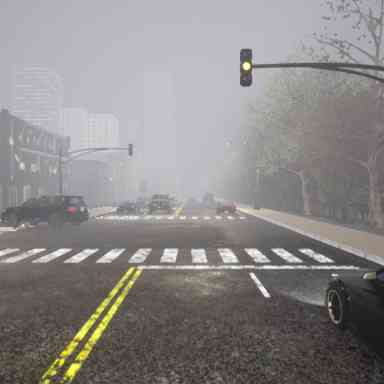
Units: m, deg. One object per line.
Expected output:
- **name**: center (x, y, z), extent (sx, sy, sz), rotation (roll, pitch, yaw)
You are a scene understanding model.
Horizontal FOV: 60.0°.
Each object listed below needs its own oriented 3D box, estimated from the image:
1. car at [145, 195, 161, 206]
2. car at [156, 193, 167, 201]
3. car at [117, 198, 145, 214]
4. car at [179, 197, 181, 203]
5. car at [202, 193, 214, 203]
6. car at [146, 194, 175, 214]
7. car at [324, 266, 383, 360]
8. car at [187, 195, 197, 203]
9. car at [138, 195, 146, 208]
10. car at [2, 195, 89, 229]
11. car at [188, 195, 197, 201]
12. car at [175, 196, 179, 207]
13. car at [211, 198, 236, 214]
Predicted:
- **car**: center (-6.556, 1.332, 55.906), extent (2.097, 1.767, 4.553), rotation (0, 0, 0)
- **car**: center (-6.469, 1.061, 71.068), extent (1.882, 1.535, 5.008), rotation (0, 0, 0)
- **car**: center (-6.592, 1.588, 35.338), extent (1.895, 1.301, 4.718), rotation (0, 0, 1)
- **car**: center (-3.257, 1.449, 65.900), extent (1.882, 1.535, 5.008), rotation (0, 0, 1)
- **car**: center (3.276, 1.193, 66.511), extent (2.150, 2.045, 5.566), rotation (0, 0, 0)
- **car**: center (-3.324, 1.208, 36.290), extent (2.150, 2.045, 5.566), rotation (0, 0, 0)
- **car**: center (3.350, 1.563, 4.279), extent (1.994, 1.385, 4.181), rotation (0, 0, 0)
- **car**: center (0.026, 1.463, 66.482), extent (2.128, 1.511, 4.902), rotation (0, 0, 0)
- **car**: center (-6.570, 1.335, 44.498), extent (2.097, 1.767, 4.553), rotation (0, 0, 0)
- **car**: center (-9.455, 1.238, 21.495), extent (5.566, 2.045, 2.150), rotation (-1, -1, 15)
- **car**: center (0.031, 1.337, 76.901), extent (2.033, 1.411, 5.357), rotation (0, 0, 0)
- **car**: center (-3.309, 1.506, 48.696), extent (1.812, 1.442, 4.674), rotation (0, 0, 0)
- **car**: center (3.364, 1.588, 34.530), extent (1.895, 1.301, 4.718), rotation (0, 0, 0)
